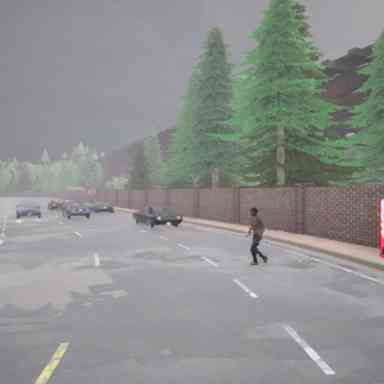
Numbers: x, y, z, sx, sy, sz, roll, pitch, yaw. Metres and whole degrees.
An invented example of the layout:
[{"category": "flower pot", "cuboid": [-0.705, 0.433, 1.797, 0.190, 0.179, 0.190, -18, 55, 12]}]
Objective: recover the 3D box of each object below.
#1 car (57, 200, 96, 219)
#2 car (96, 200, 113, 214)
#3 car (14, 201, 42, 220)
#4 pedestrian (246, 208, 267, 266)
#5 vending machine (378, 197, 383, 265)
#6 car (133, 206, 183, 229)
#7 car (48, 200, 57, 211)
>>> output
[{"category": "car", "cuboid": [-10.341, 1.547, 29.487, 2.033, 1.411, 5.357, 0, 0, -28]}, {"category": "car", "cuboid": [-9.937, 1.562, 36.081, 1.994, 1.385, 4.181, 0, 0, -28]}, {"category": "car", "cuboid": [-14.197, 1.525, 28.866, 1.812, 1.442, 4.674, 0, 0, -28]}, {"category": "pedestrian", "cuboid": [1.945, 1.294, 10.091, 0.375, 1.860, 0.375, 0, 0, -14]}, {"category": "vending machine", "cuboid": [6.508, 1.195, 10.191, 1.100, 2.100, 0.880, 0, 0, -12]}, {"category": "car", "cuboid": [-2.418, 1.600, 21.991, 1.895, 1.301, 4.718, 0, 0, -27]}, {"category": "car", "cuboid": [-16.707, 1.600, 41.242, 1.895, 1.301, 4.718, 0, 0, -28]}]
